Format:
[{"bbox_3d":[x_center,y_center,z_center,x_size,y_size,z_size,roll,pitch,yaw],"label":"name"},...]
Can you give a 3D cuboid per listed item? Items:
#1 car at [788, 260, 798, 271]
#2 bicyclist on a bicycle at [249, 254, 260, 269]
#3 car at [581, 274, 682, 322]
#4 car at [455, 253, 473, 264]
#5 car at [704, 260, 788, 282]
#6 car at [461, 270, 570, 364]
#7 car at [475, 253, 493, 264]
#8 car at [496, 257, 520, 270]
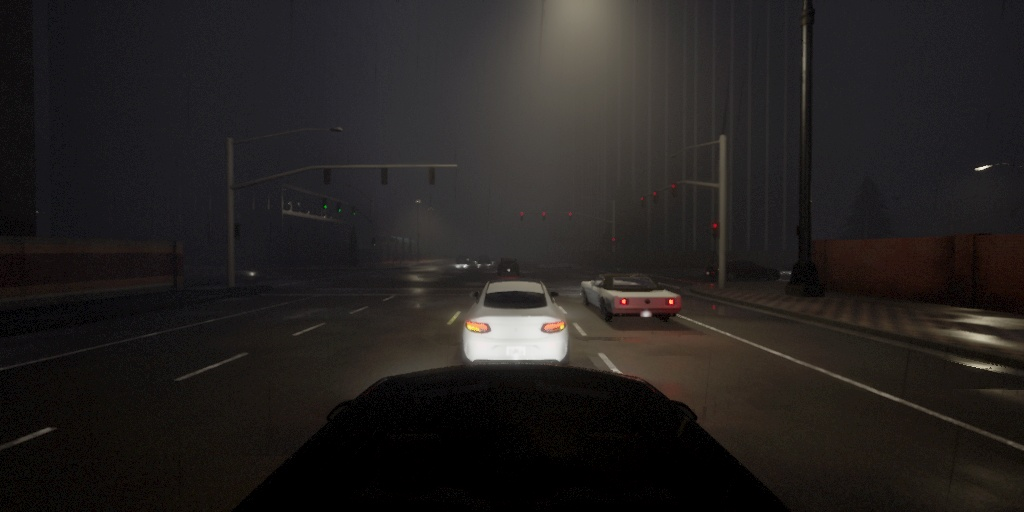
[{"bbox_3d":[29.103,0.883,35.264,4.181,1.385,1.994,0,1,0],"label":"car"},{"bbox_3d":[-28.401,0.568,39.514,0.582,1.620,1.656,0,1,-1],"label":"bicyclist on a bicycle"},{"bbox_3d":[3.565,1.222,11.731,1.895,1.301,4.718,0,1,0],"label":"car"},{"bbox_3d":[-7.984,0.519,58.188,2.128,1.511,4.902,0,1,-1],"label":"car"},{"bbox_3d":[15.671,0.983,24.523,4.674,1.442,1.812,0,1,-1],"label":"car"},{"bbox_3d":[0.060,1.201,7.578,1.812,1.442,4.674,0,1,0],"label":"car"},{"bbox_3d":[-4.482,0.505,58.143,1.882,1.535,5.008,0,1,-1],"label":"car"},{"bbox_3d":[-0.325,0.867,32.053,1.837,1.490,4.892,0,1,-1],"label":"car"}]
